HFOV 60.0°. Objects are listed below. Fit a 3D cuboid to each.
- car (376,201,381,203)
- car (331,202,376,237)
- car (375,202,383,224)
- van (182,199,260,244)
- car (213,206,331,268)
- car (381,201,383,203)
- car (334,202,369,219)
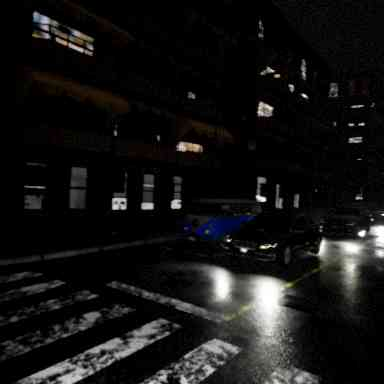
[{"bbox_3d":[18.326,1.736,35.376,2.008,1.369,4.403,4,2,38],"label":"car"},{"bbox_3d":[8.705,1.512,18.703,1.882,1.535,5.008,3,1,37],"label":"car"},{"bbox_3d":[14.799,1.767,26.588,1.895,1.301,4.718,3,1,38],"label":"car"},{"bbox_3d":[1.310,1.157,13.338,1.690,1.788,3.998,4,2,38],"label":"van"},{"bbox_3d":[2.945,1.414,11.258,1.837,1.490,4.892,3,1,38],"label":"car"},{"bbox_3d":[25.136,1.901,44.190,1.947,1.339,4.313,4,2,38],"label":"car"},{"bbox_3d":[14.920,1.677,30.970,1.947,1.339,4.313,4,2,38],"label":"car"}]
